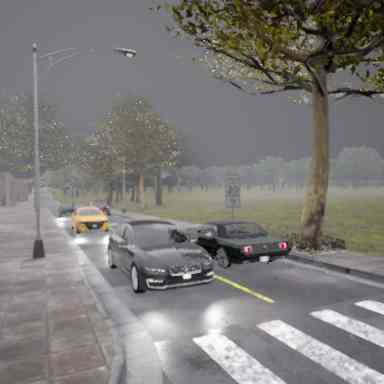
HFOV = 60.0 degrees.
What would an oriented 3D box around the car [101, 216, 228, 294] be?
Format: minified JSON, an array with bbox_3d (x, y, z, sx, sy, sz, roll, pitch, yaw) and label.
[{"bbox_3d":[-1.120,1.598,9.371,1.837,1.490,4.892,-1,0,-25],"label":"car"}]

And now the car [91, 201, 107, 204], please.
[{"bbox_3d":[-10.503,1.742,36.863,2.097,1.767,4.553,-1,0,-25],"label":"car"}]

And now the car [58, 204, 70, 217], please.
[{"bbox_3d":[-14.336,2.085,38.279,1.895,1.301,4.718,-1,0,-24],"label":"car"}]

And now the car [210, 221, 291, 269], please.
[{"bbox_3d":[1.142,1.649,11.519,1.895,1.301,4.718,-1,0,-25],"label":"car"}]

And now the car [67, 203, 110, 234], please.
[{"bbox_3d":[-6.636,1.730,21.388,1.882,1.535,5.008,-1,0,-25],"label":"car"}]
